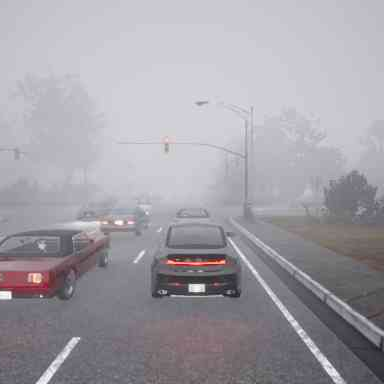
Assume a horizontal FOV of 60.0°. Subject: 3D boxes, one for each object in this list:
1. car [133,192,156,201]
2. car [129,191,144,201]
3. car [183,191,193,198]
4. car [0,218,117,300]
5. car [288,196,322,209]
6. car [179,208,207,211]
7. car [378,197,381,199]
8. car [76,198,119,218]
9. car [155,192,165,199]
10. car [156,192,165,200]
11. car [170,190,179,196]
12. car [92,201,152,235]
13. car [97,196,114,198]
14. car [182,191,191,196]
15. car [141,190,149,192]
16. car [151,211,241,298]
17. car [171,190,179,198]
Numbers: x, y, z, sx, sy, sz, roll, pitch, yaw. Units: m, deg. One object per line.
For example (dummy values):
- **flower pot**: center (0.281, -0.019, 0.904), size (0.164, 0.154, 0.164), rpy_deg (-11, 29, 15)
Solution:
- **car**: center (-7.029, 1.119, 49.609), size (2.128, 1.511, 4.902), rpy_deg (0, 0, -3)
- **car**: center (-10.729, 1.064, 63.978), size (1.994, 1.385, 4.181), rpy_deg (0, 0, 0)
- **car**: center (-0.745, 0.772, 85.347), size (1.994, 1.385, 4.181), rpy_deg (0, 1, -4)
- **car**: center (-3.421, 1.569, 8.246), size (1.895, 1.301, 4.718), rpy_deg (0, 0, 0)
- **car**: center (13.633, 1.212, 38.484), size (4.902, 1.511, 2.128), rpy_deg (0, 0, -3)
- **car**: center (0.064, 1.494, 17.742), size (1.895, 1.301, 4.718), rpy_deg (0, 0, 0)
- **car**: center (24.301, 0.937, 39.114), size (5.566, 2.045, 2.150), rpy_deg (0, 0, -3)
- **car**: center (-7.166, 1.397, 24.998), size (1.994, 1.385, 4.181), rpy_deg (0, 0, 0)
- **car**: center (-7.454, 0.858, 79.024), size (2.033, 1.411, 5.357), rpy_deg (0, 1, -2)
- **car**: center (-7.226, 0.800, 68.570), size (2.097, 1.767, 4.553), rpy_deg (0, 1, 0)
- **car**: center (-4.986, 0.270, 94.854), size (2.097, 1.767, 4.553), rpy_deg (0, 1, -7)
- **car**: center (-3.462, 1.440, 17.835), size (2.033, 1.411, 5.357), rpy_deg (0, 0, -1)
- **car**: center (-11.782, 1.216, 44.645), size (2.033, 1.411, 5.357), rpy_deg (0, 1, 17)
- **car**: center (-1.506, 0.452, 95.224), size (2.033, 1.411, 5.357), rpy_deg (0, 1, -7)
- **car**: center (-10.850, 0.590, 75.440), size (2.150, 2.045, 5.566), rpy_deg (0, 1, -1)
- **car**: center (0.080, 1.472, 8.429), size (1.837, 1.490, 4.892), rpy_deg (0, 0, 0)
- **car**: center (-4.217, 0.752, 84.807), size (2.128, 1.511, 4.902), rpy_deg (0, 1, -4)
